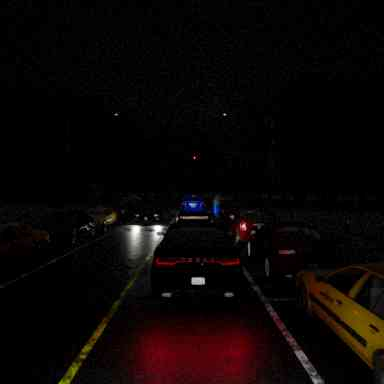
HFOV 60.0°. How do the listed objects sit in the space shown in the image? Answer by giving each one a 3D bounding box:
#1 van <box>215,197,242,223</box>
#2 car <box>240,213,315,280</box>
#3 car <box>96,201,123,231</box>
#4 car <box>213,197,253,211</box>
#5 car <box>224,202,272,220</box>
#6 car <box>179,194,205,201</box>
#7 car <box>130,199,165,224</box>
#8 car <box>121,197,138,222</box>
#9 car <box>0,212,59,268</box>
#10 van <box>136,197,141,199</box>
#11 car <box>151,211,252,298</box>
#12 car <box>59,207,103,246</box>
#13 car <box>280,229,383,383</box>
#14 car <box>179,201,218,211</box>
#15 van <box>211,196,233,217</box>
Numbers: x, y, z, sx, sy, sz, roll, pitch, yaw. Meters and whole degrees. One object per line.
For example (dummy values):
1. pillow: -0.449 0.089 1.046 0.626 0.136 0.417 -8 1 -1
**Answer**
1. van: 2.755 1.338 26.092 1.690 1.788 3.998 0 0 0
2. car: 2.758 1.542 9.779 1.887 1.381 4.507 0 0 0
3. car: -5.769 1.522 20.483 1.752 1.417 4.829 0 0 0
4. car: 2.756 1.312 20.654 2.192 1.841 5.009 0 0 0
5. car: 2.757 1.437 15.216 1.967 1.590 4.097 0 0 0
6. car: 0.018 1.219 29.369 2.150 2.045 5.566 0 0 -2
7. car: -3.050 1.503 24.588 1.837 1.490 4.892 0 0 1
8. car: -5.770 1.437 26.090 1.967 1.590 4.097 0 0 0
9. car: -5.767 1.523 9.608 1.752 1.417 4.829 0 0 0
10. van: -5.771 1.339 31.528 1.690 1.788 3.998 0 0 0
11. car: 0.093 1.476 8.557 1.882 1.535 5.008 0 0 0
12. car: -5.768 1.563 15.215 1.947 1.339 4.313 0 0 0
13. car: 2.759 1.524 4.511 1.752 1.417 4.829 0 0 0
14. car: 0.093 1.489 19.001 2.128 1.511 4.902 0 0 0
15. van: 2.754 1.338 31.529 1.690 1.788 3.998 0 0 0
